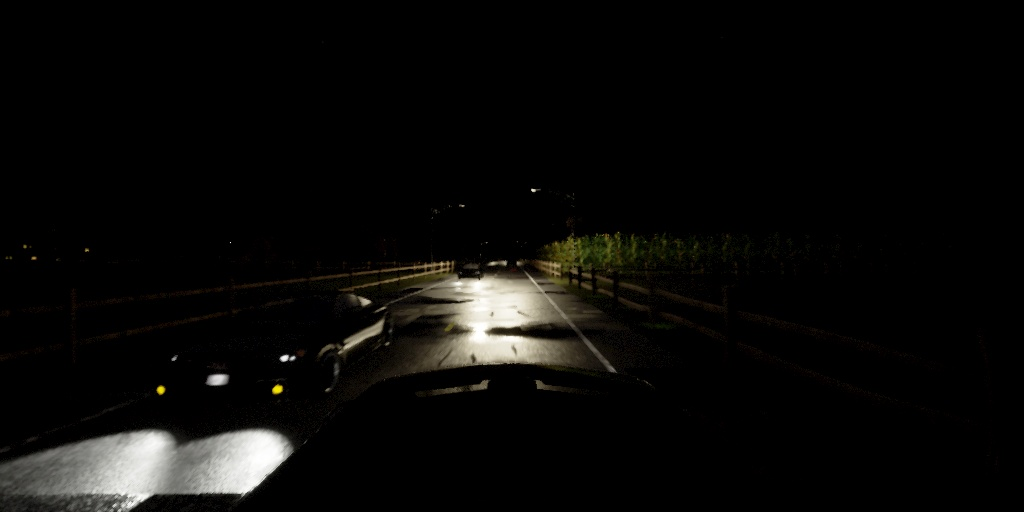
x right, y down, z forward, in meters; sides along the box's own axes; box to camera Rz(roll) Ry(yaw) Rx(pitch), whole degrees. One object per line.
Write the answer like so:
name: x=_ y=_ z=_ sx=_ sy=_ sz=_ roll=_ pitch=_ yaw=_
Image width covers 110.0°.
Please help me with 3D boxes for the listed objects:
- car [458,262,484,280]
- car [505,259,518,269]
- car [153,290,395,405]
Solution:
car: x=-3.517 y=1.307 z=31.572 sx=1.882 sy=1.535 sz=5.008 roll=0 pitch=0 yaw=0
car: x=-0.035 y=1.358 z=59.953 sx=1.837 sy=1.490 sz=4.892 roll=0 pitch=0 yaw=0
car: x=-3.592 y=1.324 z=6.353 sx=1.994 sy=1.385 sz=4.181 roll=0 pitch=0 yaw=0
